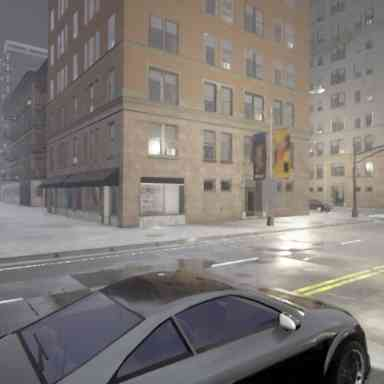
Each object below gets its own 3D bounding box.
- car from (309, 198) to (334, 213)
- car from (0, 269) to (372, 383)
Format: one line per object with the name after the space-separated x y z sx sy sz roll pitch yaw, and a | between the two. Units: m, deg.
13.806 1.529 38.262 1.837 1.490 4.892 0 0 -36 | car
0.059 1.567 3.500 4.181 1.385 1.994 0 0 -36 | car
